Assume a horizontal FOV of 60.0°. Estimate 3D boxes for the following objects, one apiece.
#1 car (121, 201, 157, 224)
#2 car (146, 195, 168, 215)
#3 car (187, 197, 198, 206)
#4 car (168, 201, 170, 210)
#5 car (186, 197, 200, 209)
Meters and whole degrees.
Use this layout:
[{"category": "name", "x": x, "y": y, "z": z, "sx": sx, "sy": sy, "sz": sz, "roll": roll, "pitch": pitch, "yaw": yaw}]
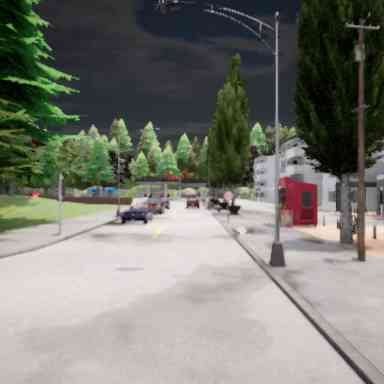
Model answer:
[{"category": "car", "x": -4.095, "y": 1.645, "z": 25.352, "sx": 1.895, "sy": 1.301, "sz": 4.718, "roll": 0, "pitch": 0, "yaw": 0}, {"category": "car", "x": -4.080, "y": 1.413, "z": 35.246, "sx": 2.097, "sy": 1.767, "sz": 4.553, "roll": 0, "pitch": 0, "yaw": 0}, {"category": "car", "x": 0.060, "y": 1.627, "z": 58.604, "sx": 1.812, "sy": 1.442, "sz": 4.674, "roll": 0, "pitch": 0, "yaw": 0}, {"category": "car", "x": -4.035, "y": 1.642, "z": 45.202, "sx": 1.994, "sy": 1.385, "sz": 4.181, "roll": 0, "pitch": 0, "yaw": 1}, {"category": "car", "x": 0.130, "y": 1.561, "z": 48.301, "sx": 1.882, "sy": 1.535, "sz": 5.008, "roll": 0, "pitch": 0, "yaw": 0}]
